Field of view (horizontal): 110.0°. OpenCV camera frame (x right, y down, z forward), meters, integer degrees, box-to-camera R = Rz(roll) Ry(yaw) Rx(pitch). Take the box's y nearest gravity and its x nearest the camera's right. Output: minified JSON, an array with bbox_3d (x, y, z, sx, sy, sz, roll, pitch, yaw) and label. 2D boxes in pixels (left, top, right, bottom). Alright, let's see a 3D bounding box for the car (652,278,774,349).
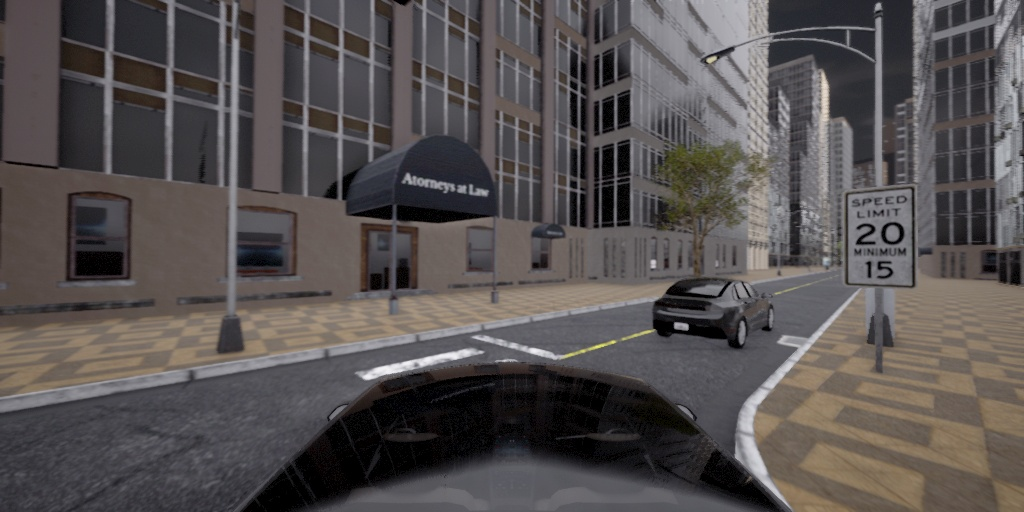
[{"bbox_3d":[5.467,1.324,9.549,4.892,1.490,1.837,1,-1,-44],"label":"car"}]
